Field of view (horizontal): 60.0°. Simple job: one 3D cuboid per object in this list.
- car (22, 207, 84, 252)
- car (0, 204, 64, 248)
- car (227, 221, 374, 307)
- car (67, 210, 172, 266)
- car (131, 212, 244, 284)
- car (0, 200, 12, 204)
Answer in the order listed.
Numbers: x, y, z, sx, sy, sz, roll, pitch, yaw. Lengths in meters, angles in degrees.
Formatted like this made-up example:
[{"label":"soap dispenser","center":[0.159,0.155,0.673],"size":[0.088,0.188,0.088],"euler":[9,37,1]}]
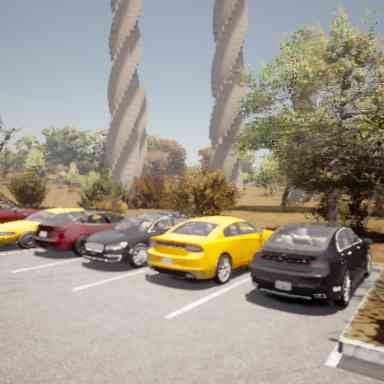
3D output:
[{"label":"car","center":[-3.596,1.449,12.986],"size":[2.163,1.488,4.792],"euler":[1,0,36]},{"label":"car","center":[-5.965,1.391,14.419],"size":[1.946,1.575,5.366],"euler":[1,0,36]},{"label":"car","center":[3.098,1.473,8.149],"size":[2.231,1.521,4.892],"euler":[0,0,36]},{"label":"car","center":[-1.373,1.439,11.366],"size":[2.231,1.521,4.892],"euler":[0,0,36]},{"label":"car","center":[0.859,1.456,9.754],"size":[2.097,1.535,5.008],"euler":[0,0,36]},{"label":"car","center":[-10.348,1.212,17.747],"size":[2.185,1.767,4.553],"euler":[1,1,36]}]
